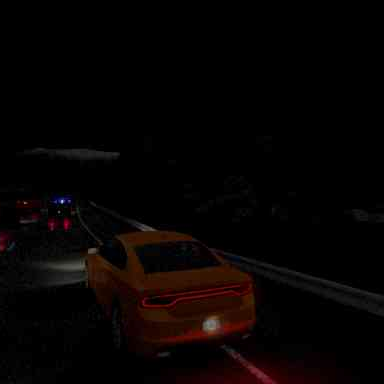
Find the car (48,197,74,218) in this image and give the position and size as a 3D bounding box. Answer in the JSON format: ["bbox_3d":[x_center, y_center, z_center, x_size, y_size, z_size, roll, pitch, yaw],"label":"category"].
[{"bbox_3d":[-12.137,1.492,30.653,2.128,1.511,4.902,0,0,-20],"label":"car"}]

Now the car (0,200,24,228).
[{"bbox_3d":[-12.488,1.505,21.807,1.837,1.490,4.892,0,0,-22],"label":"car"}]

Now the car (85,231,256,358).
[{"bbox_3d":[-0.820,1.478,6.327,1.882,1.535,5.008,0,0,-25],"label":"car"}]

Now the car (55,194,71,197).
[{"bbox_3d":[-15.685,1.221,40.491,2.150,2.045,5.566,0,0,-19],"label":"car"}]

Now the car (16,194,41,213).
[{"bbox_3d":[-17.906,1.219,36.459,2.150,2.045,5.566,0,0,-19],"label":"car"}]
